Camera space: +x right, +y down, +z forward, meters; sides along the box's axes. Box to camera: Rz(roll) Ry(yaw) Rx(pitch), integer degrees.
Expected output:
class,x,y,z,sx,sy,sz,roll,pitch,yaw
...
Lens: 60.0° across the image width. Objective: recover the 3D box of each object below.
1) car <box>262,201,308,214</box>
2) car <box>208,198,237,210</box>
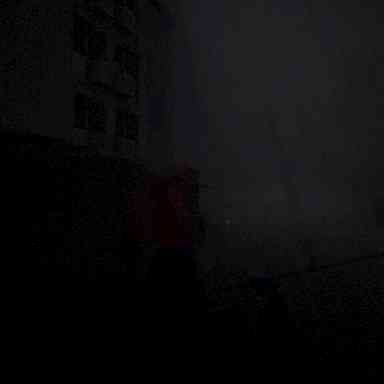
class,x,y,z,sx,sy,sz,roll,pitch,yaw
car,9.860,1.601,35.363,1.895,1.301,4.718,0,0,-36
car,3.856,1.526,43.777,1.812,1.442,4.674,0,0,-36
